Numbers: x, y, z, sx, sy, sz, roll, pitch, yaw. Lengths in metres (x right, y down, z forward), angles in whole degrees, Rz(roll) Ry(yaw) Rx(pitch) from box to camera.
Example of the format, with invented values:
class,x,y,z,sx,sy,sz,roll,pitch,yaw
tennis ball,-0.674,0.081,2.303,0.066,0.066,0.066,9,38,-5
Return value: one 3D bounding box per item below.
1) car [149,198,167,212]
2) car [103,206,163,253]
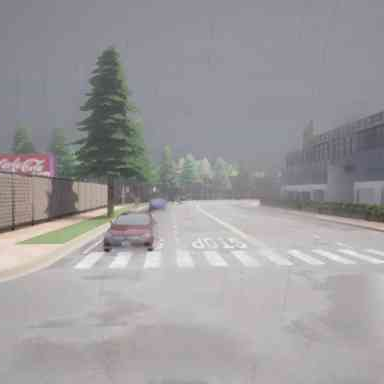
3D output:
class,x,y,z,sx,sy,sz,roll,pitch,yaw
car,-3.978,1.491,38.938,1.882,1.535,5.008,0,0,-4
car,-2.382,1.540,13.955,1.812,1.442,4.674,0,0,-2
